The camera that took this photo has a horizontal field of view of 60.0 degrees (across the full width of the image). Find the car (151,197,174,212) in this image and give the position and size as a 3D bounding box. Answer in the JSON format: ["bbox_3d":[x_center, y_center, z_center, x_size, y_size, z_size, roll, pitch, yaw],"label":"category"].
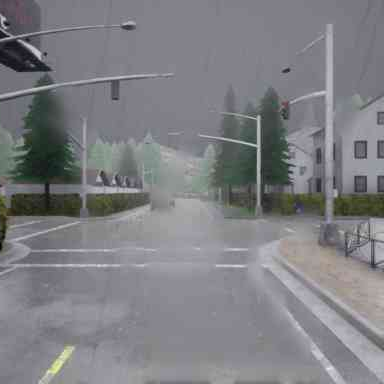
[{"bbox_3d":[-3.591,1.547,38.460,2.033,1.411,5.357,0,0,0],"label":"car"}]
